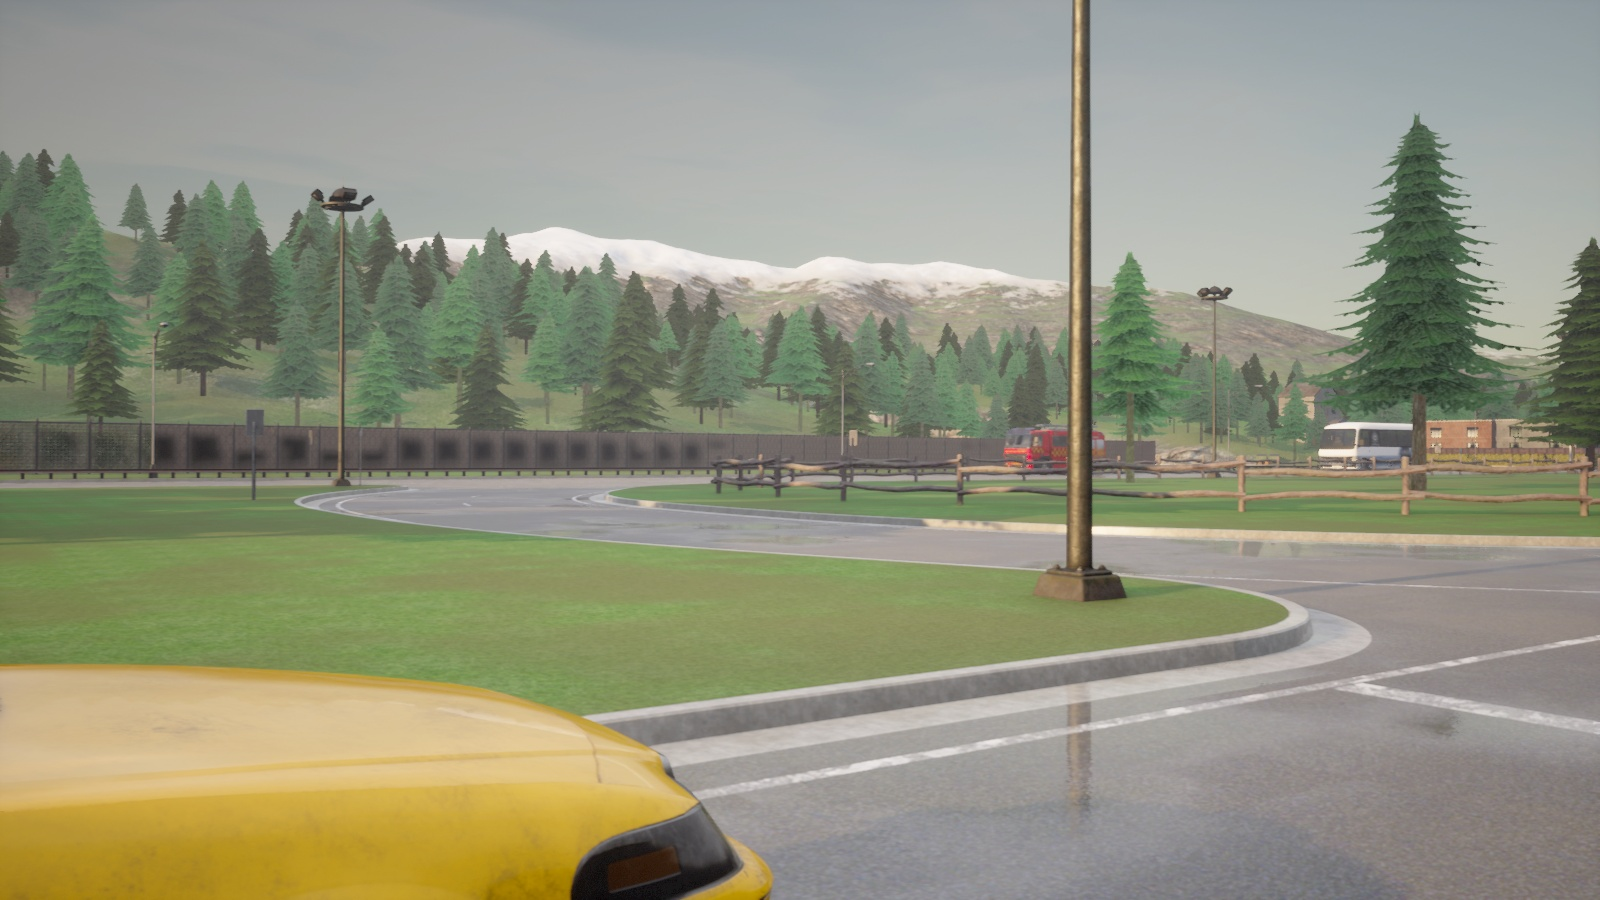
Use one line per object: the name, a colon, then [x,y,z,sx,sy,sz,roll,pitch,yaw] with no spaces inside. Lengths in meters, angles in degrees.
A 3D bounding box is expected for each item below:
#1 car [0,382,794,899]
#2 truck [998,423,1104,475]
car: [-2.728,0.690,1.759,5.366,1.575,1.801,0,0,-35]
truck: [19.181,-0.077,95.635,8.468,3.827,2.891,0,0,-35]
